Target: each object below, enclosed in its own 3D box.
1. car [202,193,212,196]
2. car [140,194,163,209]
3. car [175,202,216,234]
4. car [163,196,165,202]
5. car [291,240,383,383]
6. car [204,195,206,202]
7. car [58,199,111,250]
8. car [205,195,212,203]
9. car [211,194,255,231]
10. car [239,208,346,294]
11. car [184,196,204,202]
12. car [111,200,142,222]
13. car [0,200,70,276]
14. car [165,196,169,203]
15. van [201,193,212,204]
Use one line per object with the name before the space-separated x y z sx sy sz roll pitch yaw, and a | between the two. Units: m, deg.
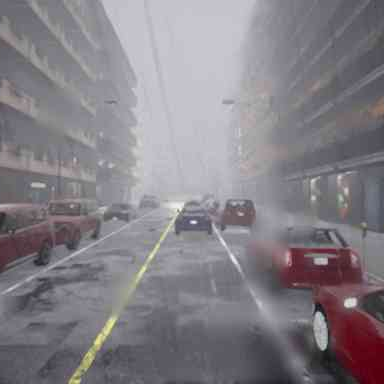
car | 2.495 1.146 52.854 2.192 1.841 5.009 1 0 0
car | -5.339 1.168 41.838 2.192 1.841 5.009 1 0 0
car | 0.081 1.486 18.712 1.994 1.385 4.181 0 0 0
car | -5.350 1.386 47.370 1.887 1.381 4.507 1 0 0
car | 2.580 1.531 3.073 1.887 1.381 4.507 1 0 0
car | 2.502 1.434 41.792 1.802 1.307 4.206 1 0 0
car | -5.307 1.255 14.185 2.192 1.841 5.009 1 0 0
car | 2.517 1.322 30.729 1.967 1.590 4.097 1 0 0
car | 2.533 1.233 19.665 2.192 1.841 5.009 1 0 0
car | 2.584 1.403 8.604 1.967 1.590 4.097 1 0 0
car | 0.063 1.392 36.293 1.812 1.442 4.674 0 0 0
car | -5.326 1.465 25.249 1.947 1.339 4.313 1 0 0
car | -5.301 1.278 8.656 2.192 1.841 5.009 1 0 0
car | -5.370 1.400 63.964 1.802 1.307 4.206 1 0 0
van | 2.488 1.165 58.386 1.690 1.788 3.998 1 0 0
